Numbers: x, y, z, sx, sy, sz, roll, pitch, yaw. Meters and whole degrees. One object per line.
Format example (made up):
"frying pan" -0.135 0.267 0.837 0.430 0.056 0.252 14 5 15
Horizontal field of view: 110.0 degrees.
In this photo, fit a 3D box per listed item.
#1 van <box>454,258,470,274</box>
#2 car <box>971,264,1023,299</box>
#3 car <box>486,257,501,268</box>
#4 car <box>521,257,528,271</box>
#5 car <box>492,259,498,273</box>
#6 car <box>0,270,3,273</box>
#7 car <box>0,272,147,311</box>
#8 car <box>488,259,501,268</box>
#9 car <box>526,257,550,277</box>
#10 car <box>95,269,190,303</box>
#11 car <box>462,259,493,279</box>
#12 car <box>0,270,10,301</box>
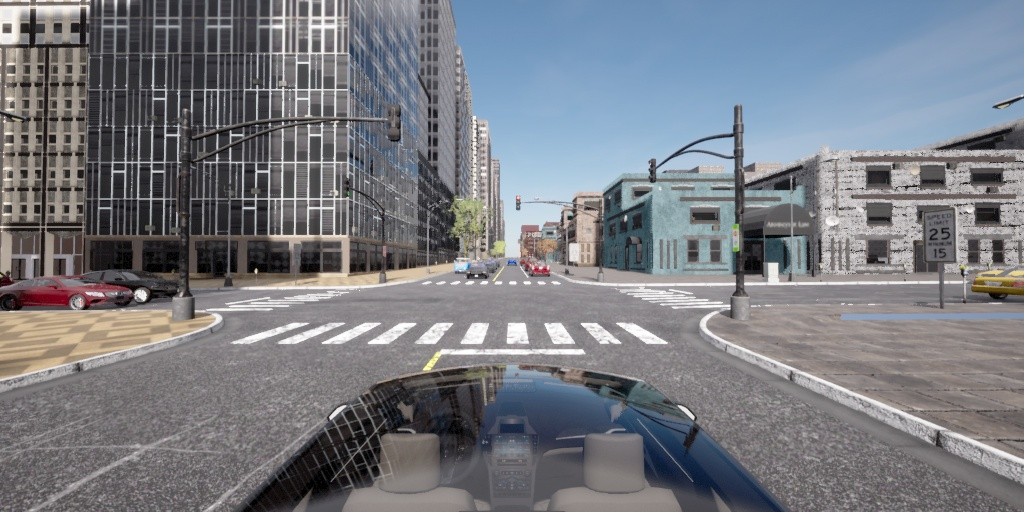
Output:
"van" -5.679 1.096 41.505 1.690 1.789 3.998 0 0 0
"car" 20.693 0.994 13.657 4.829 1.417 1.751 0 0 1
"car" -3.081 1.303 52.206 2.033 1.411 5.357 0 0 0
"car" 2.704 1.070 47.215 2.192 1.841 5.009 0 0 0
"car" -3.084 1.319 42.601 1.994 1.385 4.181 0 0 0
"car" -23.099 1.325 14.090 4.097 1.591 1.967 0 0 1
"car" -17.416 1.413 14.033 4.207 1.307 1.802 0 0 1
"car" -3.037 1.249 62.980 2.128 1.511 4.902 0 0 0
"car" 2.701 1.195 35.867 1.967 1.591 4.097 0 0 0
"car" -17.889 1.359 16.645 5.008 1.535 1.882 -1 -1 0
"car" -3.076 1.302 33.058 2.033 1.411 5.357 0 0 -1
"car" -27.386 1.465 16.738 4.902 1.511 2.128 -1 -1 1
